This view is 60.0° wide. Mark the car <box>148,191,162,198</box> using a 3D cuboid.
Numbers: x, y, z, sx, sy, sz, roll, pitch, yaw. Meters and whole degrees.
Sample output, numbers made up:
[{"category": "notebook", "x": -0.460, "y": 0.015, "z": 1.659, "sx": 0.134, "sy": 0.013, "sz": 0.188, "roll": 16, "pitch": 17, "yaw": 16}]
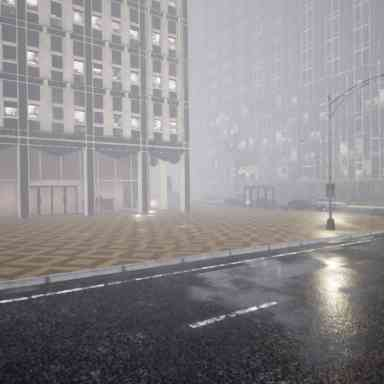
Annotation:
[{"category": "car", "x": -9.284, "y": 0.684, "z": 83.407, "sx": 1.967, "sy": 1.590, "sz": 4.097, "roll": 0, "pitch": 1, "yaw": -34}]

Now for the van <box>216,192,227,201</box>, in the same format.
[{"category": "van", "x": 6.719, "y": 0.853, "z": 59.922, "sx": 1.690, "sy": 1.788, "sz": 3.998, "roll": -1, "pitch": 1, "yaw": -34}]

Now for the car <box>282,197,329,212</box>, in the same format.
[{"category": "car", "x": 12.489, "y": 1.422, "z": 36.348, "sx": 1.947, "sy": 1.339, "sz": 4.313, "roll": -1, "pitch": 1, "yaw": -34}]

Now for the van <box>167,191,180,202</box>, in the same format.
[{"category": "van", "x": -3.406, "y": 0.935, "z": 59.902, "sx": 1.690, "sy": 1.788, "sz": 3.998, "roll": 0, "pitch": 1, "yaw": -34}]

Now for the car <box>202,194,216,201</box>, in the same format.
[{"category": "car", "x": 3.519, "y": 1.041, "z": 64.622, "sx": 1.802, "sy": 1.307, "sz": 4.206, "roll": -1, "pitch": 1, "yaw": -34}]

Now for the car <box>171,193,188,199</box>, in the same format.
[{"category": "car", "x": -2.882, "y": 0.934, "z": 74.016, "sx": 1.802, "sy": 1.307, "sz": 4.206, "roll": 0, "pitch": 1, "yaw": -34}]

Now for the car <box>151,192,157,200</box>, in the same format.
[{"category": "car", "x": -9.808, "y": 1.038, "z": 69.298, "sx": 2.008, "sy": 1.369, "sz": 4.403, "roll": 0, "pitch": 1, "yaw": -34}]

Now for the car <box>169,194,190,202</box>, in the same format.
[{"category": "car", "x": -2.347, "y": 1.097, "z": 63.090, "sx": 1.994, "sy": 1.385, "sz": 4.181, "roll": -1, "pitch": 1, "yaw": -34}]

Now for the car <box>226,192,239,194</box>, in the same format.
[{"category": "car", "x": 7.614, "y": 1.052, "z": 48.322, "sx": 2.097, "sy": 1.767, "sz": 4.553, "roll": -1, "pitch": 1, "yaw": -34}]

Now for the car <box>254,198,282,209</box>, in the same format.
[{"category": "car", "x": 9.302, "y": 1.386, "z": 41.057, "sx": 1.802, "sy": 1.307, "sz": 4.206, "roll": -1, "pitch": 1, "yaw": -34}]

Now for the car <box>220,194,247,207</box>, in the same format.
[{"category": "car", "x": 6.150, "y": 1.318, "z": 45.786, "sx": 1.947, "sy": 1.339, "sz": 4.313, "roll": -1, "pitch": 1, "yaw": -34}]

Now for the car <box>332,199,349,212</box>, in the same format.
[{"category": "car", "x": 15.114, "y": 1.344, "z": 37.336, "sx": 1.812, "sy": 1.442, "sz": 4.674, "roll": -1, "pitch": 1, "yaw": -34}]
